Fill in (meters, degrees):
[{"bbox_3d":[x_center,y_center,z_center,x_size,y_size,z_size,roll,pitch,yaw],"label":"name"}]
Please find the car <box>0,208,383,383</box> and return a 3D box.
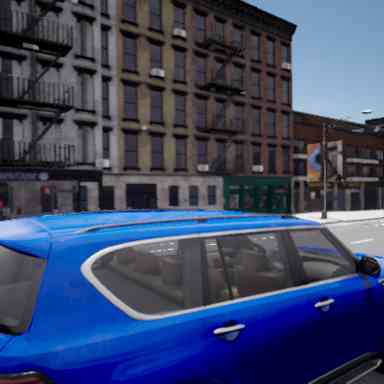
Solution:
[{"bbox_3d":[0.515,1.216,3.809,5.566,2.045,2.150,0,0,-35],"label":"car"}]
